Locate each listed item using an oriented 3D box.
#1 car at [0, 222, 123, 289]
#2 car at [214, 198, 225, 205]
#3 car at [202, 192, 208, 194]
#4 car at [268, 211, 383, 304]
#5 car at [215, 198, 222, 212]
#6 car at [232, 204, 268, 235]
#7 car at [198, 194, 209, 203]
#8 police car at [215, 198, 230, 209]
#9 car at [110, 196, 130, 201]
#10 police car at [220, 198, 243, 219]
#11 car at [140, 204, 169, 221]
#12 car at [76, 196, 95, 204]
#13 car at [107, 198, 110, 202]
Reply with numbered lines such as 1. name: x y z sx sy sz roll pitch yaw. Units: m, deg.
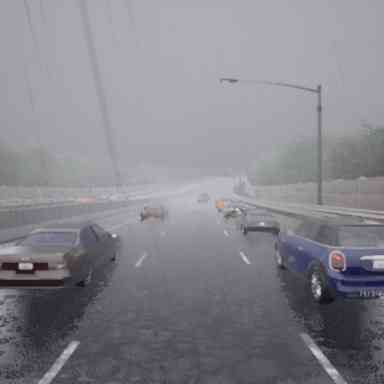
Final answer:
1. car: -3.352 1.561 9.260 2.033 1.411 5.357 0 0 0
2. car: 5.220 1.776 62.812 1.895 1.301 4.718 0 0 3
3. car: 3.651 1.023 92.558 2.150 2.045 5.566 0 1 5
4. car: 3.532 1.368 8.312 2.097 1.767 4.553 0 0 0
5. car: 4.240 1.524 40.991 2.097 1.767 4.553 0 0 2
6. car: 3.667 1.620 19.238 1.994 1.385 4.181 0 0 1
7. car: 2.253 1.616 72.365 1.994 1.385 4.181 0 0 4
8. police car: 4.680 1.696 51.905 2.038 1.542 4.974 0 0 3
9. car: -12.507 1.624 59.412 1.882 1.535 5.008 0 0 3
10. police car: 3.904 1.623 30.133 2.038 1.542 4.974 0 0 2
11. car: -3.044 1.696 27.927 1.895 1.301 4.718 0 0 1
12. car: -19.444 1.481 60.668 2.097 1.767 4.553 0 0 3
13. car: -15.602 1.629 66.573 1.812 1.442 4.674 0 0 3
